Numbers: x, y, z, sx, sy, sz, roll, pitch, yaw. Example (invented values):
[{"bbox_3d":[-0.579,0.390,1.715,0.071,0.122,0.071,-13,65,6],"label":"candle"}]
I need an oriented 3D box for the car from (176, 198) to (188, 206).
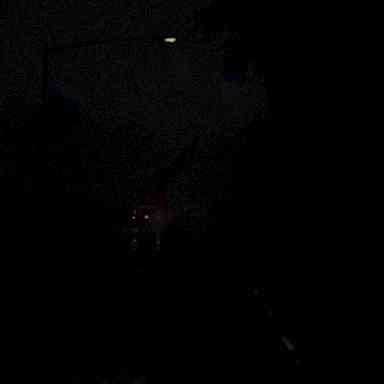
[{"bbox_3d":[-1.959,1.892,66.503,1.837,1.490,4.892,1,0,5],"label":"car"}]

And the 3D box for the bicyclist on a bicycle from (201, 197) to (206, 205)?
[{"bbox_3d":[2.467,1.977,72.203,0.866,1.612,1.509,1,1,6],"label":"bicyclist on a bicycle"}]

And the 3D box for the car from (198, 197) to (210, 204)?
[{"bbox_3d":[2.610,2.067,80.243,1.837,1.490,4.892,1,-1,9],"label":"car"}]

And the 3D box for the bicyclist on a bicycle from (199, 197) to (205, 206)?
[{"bbox_3d":[1.653,1.919,63.258,0.582,1.620,1.656,1,-1,4],"label":"bicyclist on a bicycle"}]

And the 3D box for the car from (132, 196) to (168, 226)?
[{"bbox_3d":[-3.039,1.332,25.144,2.150,2.045,5.566,1,0,0],"label":"car"}]
